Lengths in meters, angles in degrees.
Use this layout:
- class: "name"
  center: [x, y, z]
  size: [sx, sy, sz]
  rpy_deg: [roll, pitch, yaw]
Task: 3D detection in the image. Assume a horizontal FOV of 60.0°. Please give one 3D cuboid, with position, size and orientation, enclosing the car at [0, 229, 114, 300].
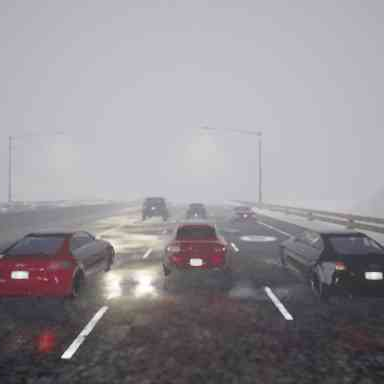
- class: "car"
  center: [-3.389, 1.628, 8.593]
  size: [1.994, 1.385, 4.181]
  rpy_deg: [0, 0, 1]

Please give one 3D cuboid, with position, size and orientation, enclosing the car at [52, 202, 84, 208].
- class: "car"
  center: [-13.641, 1.847, 38.285]
  size: [2.033, 1.411, 5.357]
  rpy_deg: [0, -1, 1]

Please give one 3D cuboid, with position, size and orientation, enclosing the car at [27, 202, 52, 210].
- class: "car"
  center: [-17.110, 1.870, 39.230]
  size: [1.994, 1.385, 4.181]
  rpy_deg: [0, -1, 1]

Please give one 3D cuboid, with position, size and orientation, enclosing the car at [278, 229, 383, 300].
- class: "car"
  center: [3.612, 1.629, 8.575]
  size: [1.994, 1.385, 4.181]
  rpy_deg: [0, 0, 1]

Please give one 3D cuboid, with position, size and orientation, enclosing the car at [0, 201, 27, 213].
- class: "car"
  center: [-20.614, 1.796, 39.126]
  size: [2.128, 1.511, 4.902]
  rpy_deg: [0, -1, 1]

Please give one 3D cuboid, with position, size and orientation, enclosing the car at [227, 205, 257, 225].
- class: "car"
  center: [3.808, 1.748, 25.897]
  size: [2.033, 1.411, 5.357]
  rpy_deg: [0, 0, 1]

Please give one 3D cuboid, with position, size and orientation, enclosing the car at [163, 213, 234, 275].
- class: "car"
  center: [0.135, 1.605, 10.625]
  size: [1.812, 1.442, 4.674]
  rpy_deg: [0, 0, 1]

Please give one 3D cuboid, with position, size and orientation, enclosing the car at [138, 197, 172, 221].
- class: "car"
  center: [-3.117, 1.454, 29.995]
  size: [2.150, 2.045, 5.566]
  rpy_deg: [0, 0, 1]

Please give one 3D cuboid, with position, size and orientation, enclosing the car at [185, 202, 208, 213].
- class: "car"
  center: [0.403, 1.745, 30.884]
  size: [1.837, 1.490, 4.892]
  rpy_deg: [0, -1, 1]
